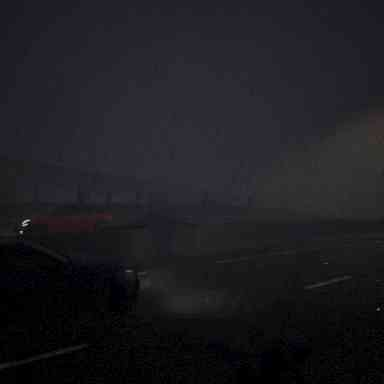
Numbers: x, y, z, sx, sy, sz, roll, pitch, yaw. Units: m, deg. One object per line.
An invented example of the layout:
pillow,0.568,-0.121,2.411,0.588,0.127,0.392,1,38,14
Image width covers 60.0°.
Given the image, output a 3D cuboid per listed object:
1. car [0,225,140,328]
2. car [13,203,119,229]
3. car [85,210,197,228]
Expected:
car,-3.193,1.531,5.769,4.674,1.442,1.812,1,0,-36
car,-6.362,1.386,16.633,4.553,1.767,2.097,0,0,-35
car,-2.162,1.658,15.320,4.718,1.301,1.895,1,0,-35
